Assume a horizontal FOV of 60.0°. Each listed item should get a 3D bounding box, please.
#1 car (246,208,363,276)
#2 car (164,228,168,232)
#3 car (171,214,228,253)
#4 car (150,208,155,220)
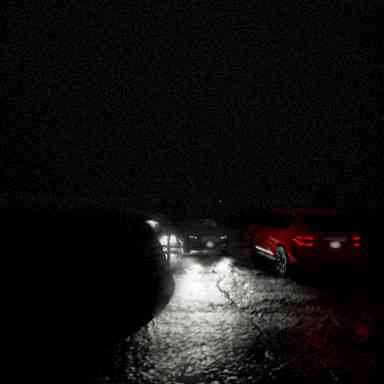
[{"bbox_3d":[3.609,1.596,11.775,2.150,2.045,5.566,1,-1,-7],"label":"car"},{"bbox_3d":[-1.167,2.298,25.667,1.895,1.301,4.718,1,-2,-10],"label":"car"},{"bbox_3d":[0.379,1.924,15.834,2.128,1.511,4.902,1,-2,-8],"label":"car"},{"bbox_3d":[-3.926,2.580,39.894,1.837,1.490,4.892,1,-2,-12],"label":"car"}]
